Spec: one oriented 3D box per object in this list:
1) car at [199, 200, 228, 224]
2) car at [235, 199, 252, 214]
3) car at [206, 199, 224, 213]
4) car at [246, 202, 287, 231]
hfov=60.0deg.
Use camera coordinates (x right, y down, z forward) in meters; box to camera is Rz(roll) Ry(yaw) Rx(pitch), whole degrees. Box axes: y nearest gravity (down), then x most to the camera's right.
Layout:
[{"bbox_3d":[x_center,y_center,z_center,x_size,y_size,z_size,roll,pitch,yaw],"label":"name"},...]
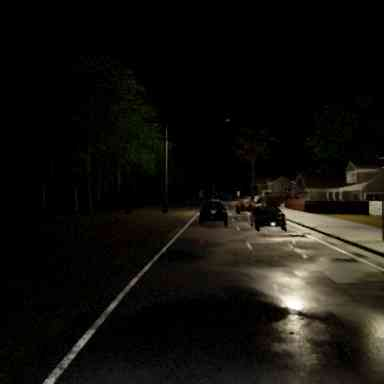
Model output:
[{"bbox_3d":[1.691,1.495,26.016,2.097,1.767,4.553,0,0,4],"label":"car"},{"bbox_3d":[6.159,1.587,38.839,2.097,1.767,4.553,0,0,4],"label":"car"},{"bbox_3d":[2.890,1.738,42.072,2.128,1.511,4.902,0,0,4],"label":"car"},{"bbox_3d":[4.877,1.627,21.670,1.837,1.490,4.892,0,0,4],"label":"car"}]
